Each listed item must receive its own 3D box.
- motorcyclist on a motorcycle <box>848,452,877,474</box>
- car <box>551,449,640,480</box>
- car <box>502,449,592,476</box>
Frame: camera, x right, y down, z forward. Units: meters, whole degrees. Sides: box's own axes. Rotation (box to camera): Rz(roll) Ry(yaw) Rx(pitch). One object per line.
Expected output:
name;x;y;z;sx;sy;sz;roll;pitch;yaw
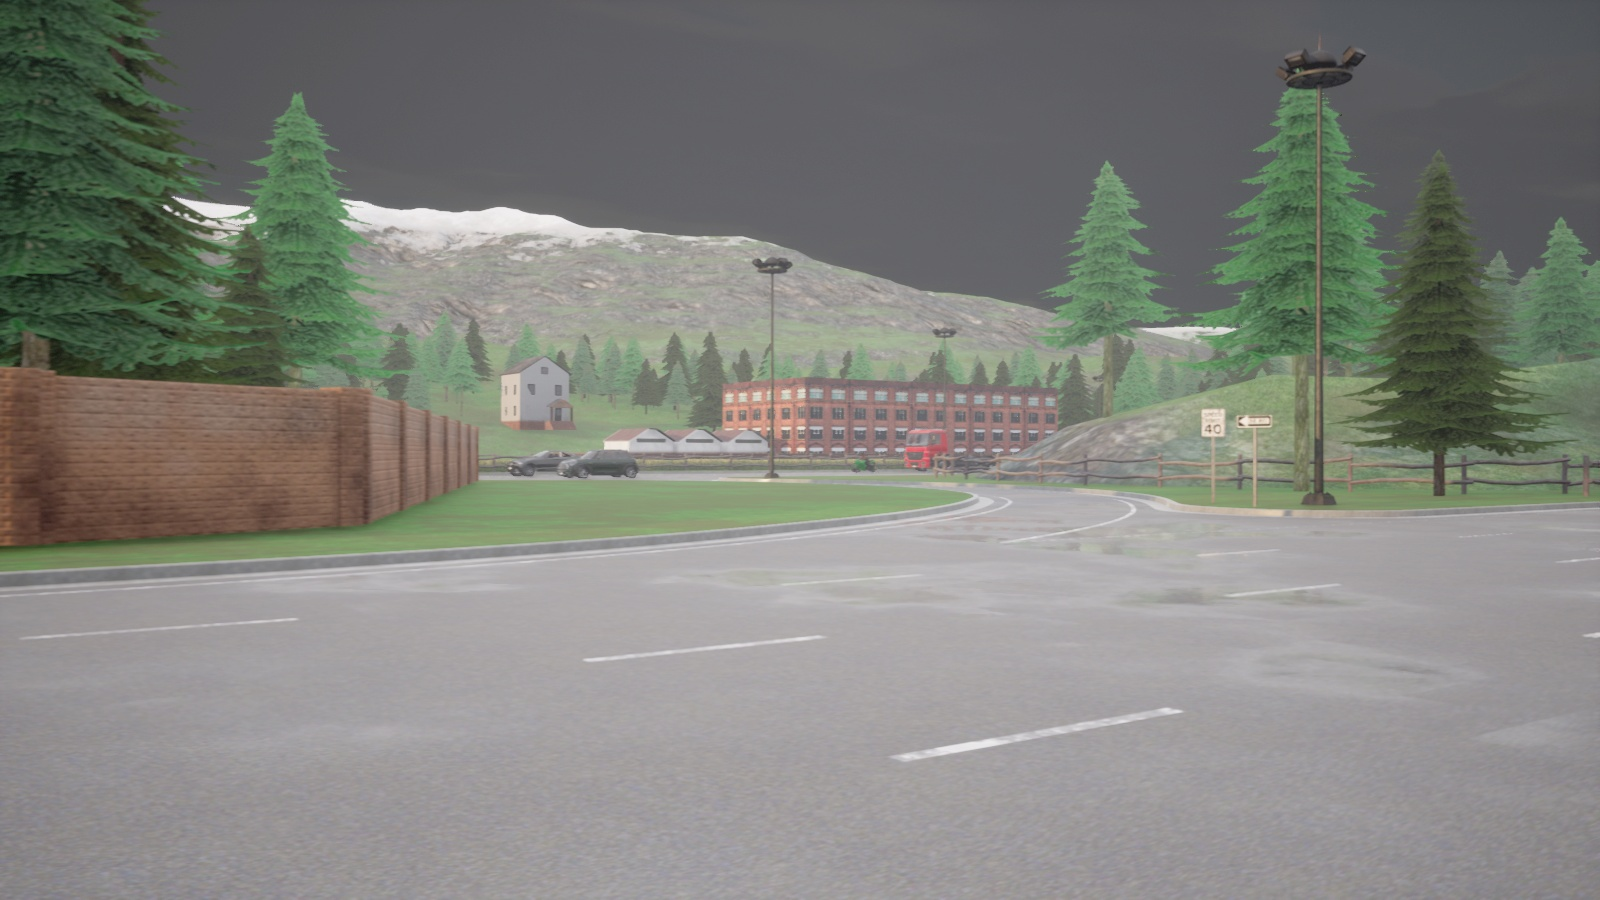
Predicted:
motorcyclist on a motorcycle;4.579;0.940;91.613;2.044;1.523;0.797;-1;0;-35
car;-11.674;0.804;71.850;4.553;1.767;2.097;0;0;-35
car;-15.609;0.747;77.640;5.027;1.651;2.152;0;0;-35
